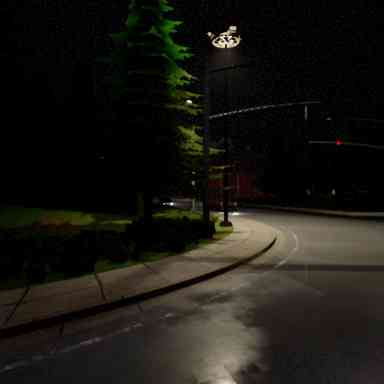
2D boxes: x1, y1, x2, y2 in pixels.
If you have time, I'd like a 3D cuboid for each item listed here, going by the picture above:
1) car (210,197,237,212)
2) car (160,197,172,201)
[{"bbox_3d":[3.550,1.345,38.471,2.097,1.767,4.553,0,0,-16],"label":"car"},{"bbox_3d":[-5.445,1.589,68.944,1.895,1.301,4.718,0,0,-18],"label":"car"}]
